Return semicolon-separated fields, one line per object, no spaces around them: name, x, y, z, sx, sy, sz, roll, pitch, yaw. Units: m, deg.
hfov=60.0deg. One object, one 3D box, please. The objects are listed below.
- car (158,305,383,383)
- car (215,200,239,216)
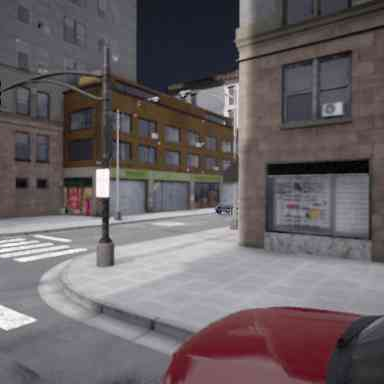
car;2.013;1.322;1.386;5.009;1.841;2.192;1;0;35
car;3.924;1.380;29.906;1.895;1.301;4.718;1;1;35
